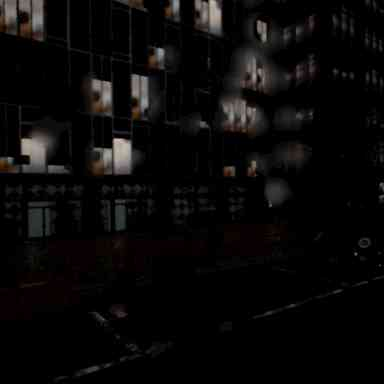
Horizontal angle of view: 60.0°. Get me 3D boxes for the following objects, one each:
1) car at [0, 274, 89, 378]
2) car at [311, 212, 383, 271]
[{"bbox_3d":[-3.764,1.530,3.883,4.829,1.417,1.752,0,0,-36],"label":"car"},{"bbox_3d":[5.626,1.386,10.585,4.097,1.590,1.967,0,0,-36],"label":"car"}]
